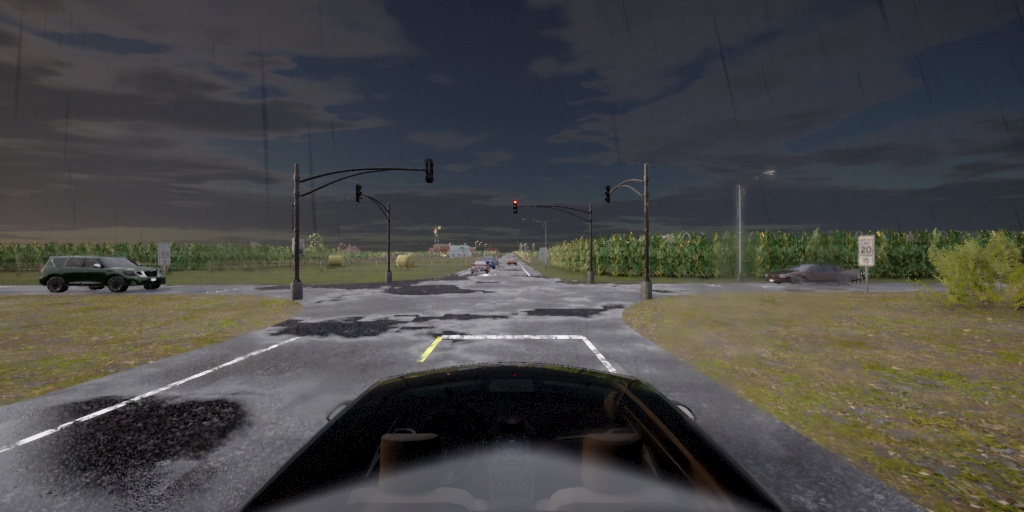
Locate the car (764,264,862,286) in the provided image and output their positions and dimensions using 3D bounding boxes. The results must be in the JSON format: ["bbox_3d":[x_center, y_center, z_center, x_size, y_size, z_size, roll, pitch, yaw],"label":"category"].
[{"bbox_3d":[19.983,1.234,23.897,5.357,1.411,2.033,0,0,0],"label":"car"}]

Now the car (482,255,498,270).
[{"bbox_3d":[-3.590,0.920,53.367,2.150,2.045,5.566,0,0,0],"label":"car"}]

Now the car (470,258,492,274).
[{"bbox_3d":[-3.602,1.247,41.255,1.812,1.442,4.674,0,0,0],"label":"car"}]

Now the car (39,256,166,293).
[{"bbox_3d":[-23.373,1.007,20.590,5.566,2.045,2.150,0,0,0],"label":"car"}]
